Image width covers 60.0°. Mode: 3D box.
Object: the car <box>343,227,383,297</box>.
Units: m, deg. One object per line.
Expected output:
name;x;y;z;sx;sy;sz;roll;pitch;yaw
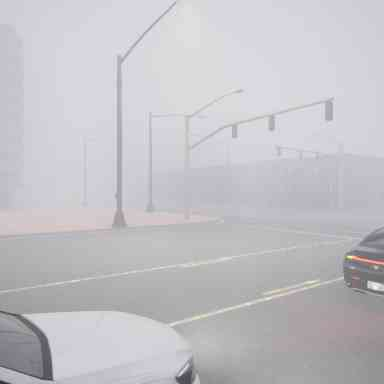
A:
car;5.399;1.505;7.590;4.892;1.490;1.837;0;0;-35

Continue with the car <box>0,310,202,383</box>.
car;-2.080;1.526;2.264;4.674;1.442;1.812;0;0;-35
